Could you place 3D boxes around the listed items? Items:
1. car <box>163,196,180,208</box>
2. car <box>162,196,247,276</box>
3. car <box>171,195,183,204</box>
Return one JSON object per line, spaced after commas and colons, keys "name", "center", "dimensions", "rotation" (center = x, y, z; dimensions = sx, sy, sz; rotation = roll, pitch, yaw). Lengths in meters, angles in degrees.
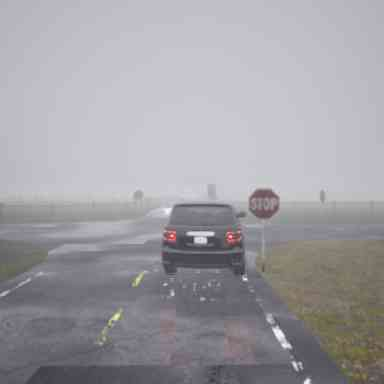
{"name": "car", "center": [-2.845, 1.380, 47.036], "dimensions": [2.128, 1.511, 4.902], "rotation": [0, 0, 0]}
{"name": "car", "center": [0.528, 1.212, 10.516], "dimensions": [2.150, 2.045, 5.566], "rotation": [0, 0, 7]}
{"name": "car", "center": [-2.795, 1.373, 62.456], "dimensions": [2.033, 1.411, 5.357], "rotation": [0, 0, 1]}
